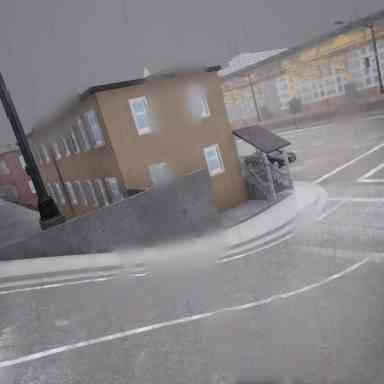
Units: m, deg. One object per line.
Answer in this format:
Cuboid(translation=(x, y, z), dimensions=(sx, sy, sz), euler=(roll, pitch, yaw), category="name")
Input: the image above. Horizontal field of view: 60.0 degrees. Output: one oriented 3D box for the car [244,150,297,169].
Cuboid(translation=(6.403, -2.809, 27.797), dimensions=(1.837, 1.490, 4.892), euler=(-23, 13, -32), category="car")
